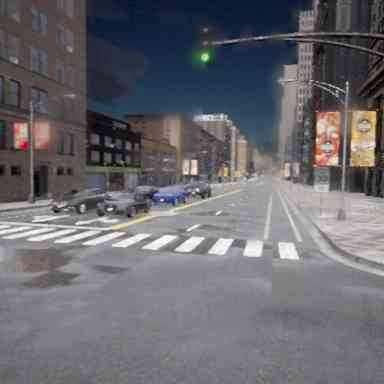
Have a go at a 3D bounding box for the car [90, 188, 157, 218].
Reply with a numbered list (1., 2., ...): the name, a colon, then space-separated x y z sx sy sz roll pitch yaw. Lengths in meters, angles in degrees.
1. car: -3.902 0.672 19.646 1.994 1.385 4.181 2 2 13

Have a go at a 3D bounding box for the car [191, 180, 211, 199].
1. car: 0.841 -0.339 38.737 2.150 2.045 5.566 2 2 14

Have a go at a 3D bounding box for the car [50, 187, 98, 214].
1. car: -6.890 0.492 21.076 1.837 1.490 4.892 2 2 14

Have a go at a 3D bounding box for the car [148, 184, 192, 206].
1. car: -1.738 0.281 28.368 1.882 1.535 5.008 2 2 14

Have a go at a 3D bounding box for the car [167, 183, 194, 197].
1. car: -1.402 -0.298 43.195 2.128 1.511 4.902 2 2 14

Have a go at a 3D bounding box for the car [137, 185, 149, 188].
1. car: -4.371 0.109 31.249 1.882 1.535 5.008 2 2 14
